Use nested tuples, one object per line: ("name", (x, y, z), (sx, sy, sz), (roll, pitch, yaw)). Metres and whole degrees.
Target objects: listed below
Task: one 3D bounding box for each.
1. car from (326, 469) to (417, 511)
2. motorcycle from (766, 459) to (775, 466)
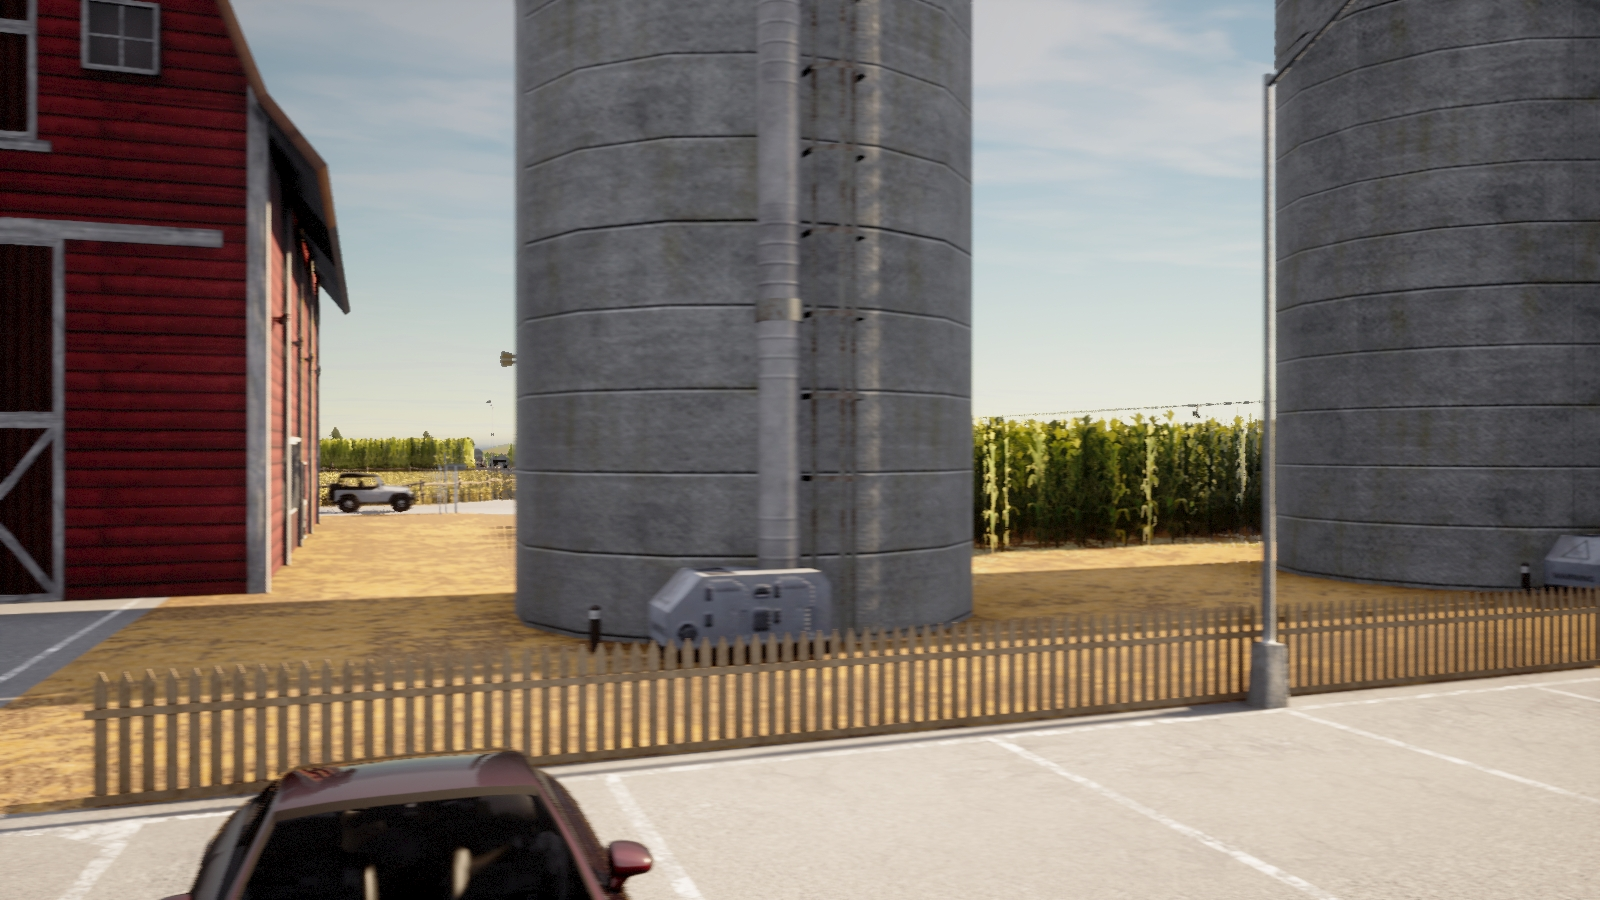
("car", (-20.184, 1.857, 54.013), (3.866, 1.878, 1.905), (0, 0, -15))
("motorcycle", (-5.110, 2.154, 196.039), (0.764, 1.307, 2.356), (0, 0, -21))
